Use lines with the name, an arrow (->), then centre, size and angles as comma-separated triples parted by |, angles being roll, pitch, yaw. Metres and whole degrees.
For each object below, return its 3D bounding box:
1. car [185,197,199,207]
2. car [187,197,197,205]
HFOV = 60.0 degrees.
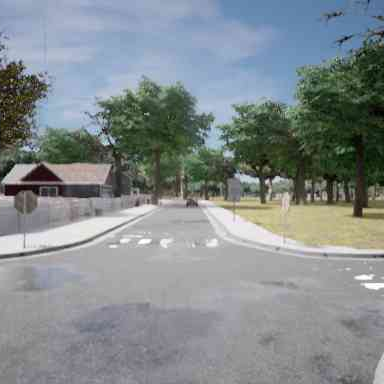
car -> 0.006, 1.596, 52.918 | 1.812, 1.442, 4.674 | 0, 0, 0
car -> 0.011, 1.705, 62.953 | 1.895, 1.301, 4.718 | 0, 0, 0
